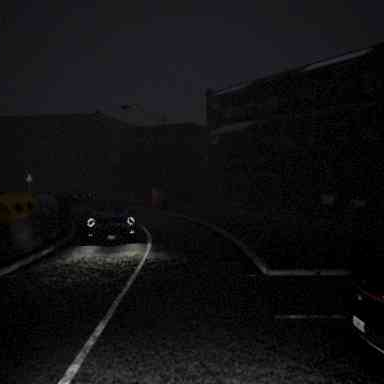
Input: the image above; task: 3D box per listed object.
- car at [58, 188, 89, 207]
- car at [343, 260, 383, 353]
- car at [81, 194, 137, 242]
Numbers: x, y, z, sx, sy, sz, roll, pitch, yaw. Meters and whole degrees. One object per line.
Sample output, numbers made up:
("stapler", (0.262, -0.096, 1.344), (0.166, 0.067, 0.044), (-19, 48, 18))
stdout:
("car", (-11.528, 0.387, 30.952), (4.553, 1.767, 2.097), (1, 3, 33))
("car", (4.635, 1.482, 4.424), (4.892, 1.521, 2.231), (0, 1, 0))
("car", (-3.719, 1.137, 15.275), (2.097, 1.767, 4.553), (-1, 2, -14))
